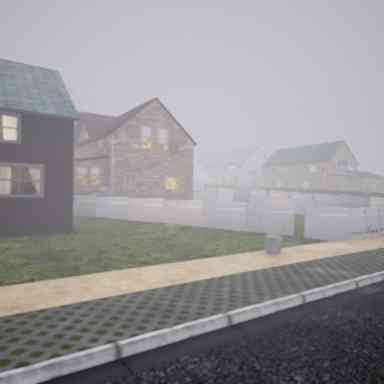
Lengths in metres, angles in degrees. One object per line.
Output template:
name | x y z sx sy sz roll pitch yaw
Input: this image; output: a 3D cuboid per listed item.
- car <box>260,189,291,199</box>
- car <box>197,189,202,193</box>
car | 8.807 0.541 33.785 1.882 1.535 5.008 1 2 -34
car | -0.179 -0.331 52.552 2.033 1.411 5.357 1 2 -33
